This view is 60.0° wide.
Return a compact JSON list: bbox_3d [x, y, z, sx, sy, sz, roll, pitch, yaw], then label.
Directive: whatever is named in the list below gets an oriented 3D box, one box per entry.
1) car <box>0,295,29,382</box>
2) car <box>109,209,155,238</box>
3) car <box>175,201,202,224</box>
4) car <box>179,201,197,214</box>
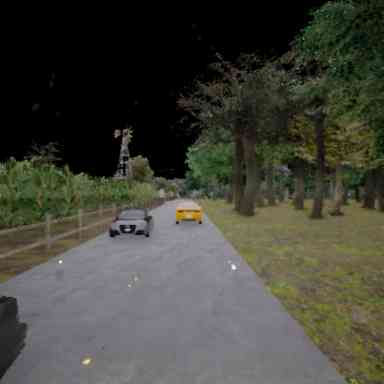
[{"bbox_3d":[-2.863,1.558,1.692,2.033,1.411,5.357,0,0,-1],"label":"car"},{"bbox_3d":[-3.104,1.609,17.808,1.994,1.385,4.181,0,0,-1],"label":"car"},{"bbox_3d":[-0.257,1.536,25.261,1.882,1.535,5.008,0,0,-1],"label":"car"},{"bbox_3d":[-0.445,1.697,38.224,1.895,1.301,4.718,0,0,-1],"label":"car"}]
